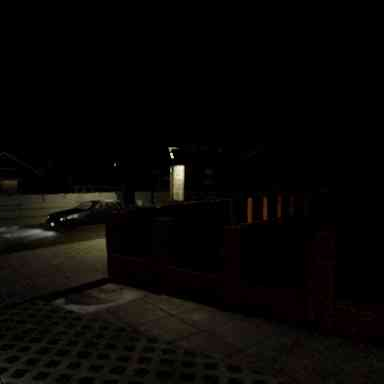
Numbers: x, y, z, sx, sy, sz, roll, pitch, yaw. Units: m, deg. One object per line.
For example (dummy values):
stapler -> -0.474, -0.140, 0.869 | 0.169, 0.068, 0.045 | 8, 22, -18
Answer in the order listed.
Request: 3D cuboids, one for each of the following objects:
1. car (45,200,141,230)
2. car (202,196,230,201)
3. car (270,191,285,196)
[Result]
car -> -5.230, 1.159, 18.570 | 2.033, 1.411, 5.357 | 1, 2, 40
car -> 1.637, 1.003, 26.255 | 1.895, 1.301, 4.718 | 1, 2, 44
car -> 9.081, 0.688, 33.567 | 5.008, 1.535, 1.882 | -1, 2, -42
